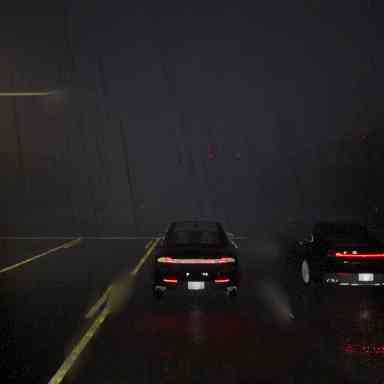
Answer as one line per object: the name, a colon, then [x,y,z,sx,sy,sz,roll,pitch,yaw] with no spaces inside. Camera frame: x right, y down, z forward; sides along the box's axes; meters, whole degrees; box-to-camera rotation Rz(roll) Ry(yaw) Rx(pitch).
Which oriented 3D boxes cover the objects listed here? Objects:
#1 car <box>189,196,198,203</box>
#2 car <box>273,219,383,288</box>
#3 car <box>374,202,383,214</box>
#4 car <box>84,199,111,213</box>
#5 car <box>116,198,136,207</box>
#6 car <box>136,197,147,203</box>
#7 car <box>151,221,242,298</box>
car: [0.270,1.491,66.878,2.128,1.511,4.902,0,0,0]
car: [3.602,1.505,9.261,1.837,1.490,4.892,0,0,1]
car: [18.114,1.061,28.293,4.902,1.511,2.128,-5,0,0]
car: [-10.505,1.525,37.256,1.812,1.442,4.674,0,0,0]
car: [-10.463,1.562,51.788,1.994,1.385,4.181,0,0,0]
car: [-10.330,1.601,68.012,1.895,1.301,4.718,0,0,0]
car: [0.097,1.492,8.498,2.128,1.511,4.902,0,0,0]
